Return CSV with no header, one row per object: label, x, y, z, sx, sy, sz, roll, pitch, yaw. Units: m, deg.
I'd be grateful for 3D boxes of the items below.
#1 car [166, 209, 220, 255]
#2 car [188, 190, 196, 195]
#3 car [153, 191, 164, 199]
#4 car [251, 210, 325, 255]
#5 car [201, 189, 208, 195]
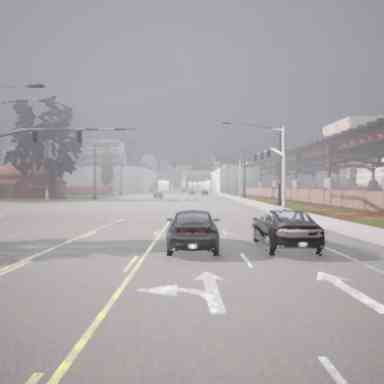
car,0.045,1.447,13.008,1.837,1.490,4.892,0,1,1
car,-0.002,0.076,91.208,1.812,1.442,4.674,0,1,0
car,-7.001,0.598,69.406,2.128,1.511,4.902,0,1,0
car,3.546,1.434,12.973,2.128,1.511,4.902,0,0,1
car,3.498,0.029,91.207,1.882,1.535,5.008,0,1,0
